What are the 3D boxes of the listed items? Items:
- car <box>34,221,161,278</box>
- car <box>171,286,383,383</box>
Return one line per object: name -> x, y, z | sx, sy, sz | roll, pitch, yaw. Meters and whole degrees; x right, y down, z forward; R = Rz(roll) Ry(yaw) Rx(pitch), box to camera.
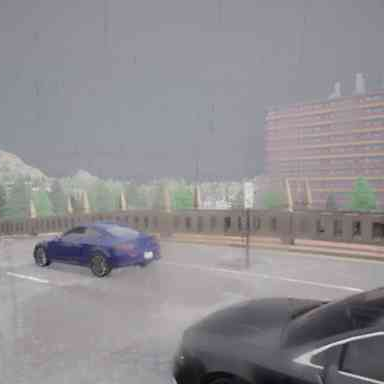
car -> -3.067, 1.647, 10.477 | 4.674, 1.442, 1.812 | -2, -1, 35
car -> 2.049, 1.506, 2.530 | 4.892, 1.490, 1.837 | 0, 0, 35
